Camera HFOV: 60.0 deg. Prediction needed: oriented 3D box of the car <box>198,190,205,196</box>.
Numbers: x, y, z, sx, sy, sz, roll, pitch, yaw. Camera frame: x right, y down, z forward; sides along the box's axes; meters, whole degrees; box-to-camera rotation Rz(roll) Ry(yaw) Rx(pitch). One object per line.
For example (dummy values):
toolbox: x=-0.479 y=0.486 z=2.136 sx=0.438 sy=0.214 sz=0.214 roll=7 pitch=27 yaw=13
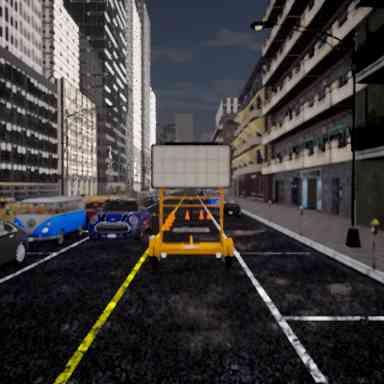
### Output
car: x=2.499 y=0.145 z=85.765 sx=1.752 sy=1.417 sz=4.829 roll=0 pitch=1 yaw=0

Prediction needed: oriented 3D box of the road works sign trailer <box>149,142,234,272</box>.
road works sign trailer: x=-0.023 y=0.290 z=10.160 sx=2.380 sy=3.560 sz=2.880 roll=0 pitch=1 yaw=0

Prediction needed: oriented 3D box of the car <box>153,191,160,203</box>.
car: x=-5.797 y=0.776 z=46.922 sx=2.008 sy=1.369 sz=4.403 roll=0 pitch=1 yaw=0

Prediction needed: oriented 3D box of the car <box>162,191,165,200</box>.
car: x=-5.809 y=0.688 z=52.445 sx=2.008 sy=1.369 sz=4.403 roll=0 pitch=1 yaw=0

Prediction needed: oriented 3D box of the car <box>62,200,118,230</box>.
car: x=-5.736 y=1.218 z=19.312 sx=1.887 sy=1.381 sz=4.507 roll=0 pitch=1 yaw=0

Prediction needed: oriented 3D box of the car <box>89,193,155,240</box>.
car: x=-3.134 y=1.093 z=15.215 sx=2.097 sy=1.767 sz=4.553 roll=0 pitch=1 yaw=0

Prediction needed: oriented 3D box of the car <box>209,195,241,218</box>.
car: x=2.633 y=1.131 z=24.852 sx=2.008 sy=1.369 sz=4.403 roll=0 pitch=1 yaw=0

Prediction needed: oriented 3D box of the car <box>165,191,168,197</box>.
car: x=-5.821 y=0.490 z=57.965 sx=1.967 sy=1.590 sz=4.097 roll=0 pitch=1 yaw=0

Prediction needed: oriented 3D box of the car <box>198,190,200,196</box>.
car: x=2.512 y=0.271 z=80.074 sx=1.947 sy=1.339 sz=4.313 roll=0 pitch=1 yaw=0

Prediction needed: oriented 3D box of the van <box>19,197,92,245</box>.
van: x=-5.724 y=1.107 z=13.786 sx=1.690 sy=1.788 sz=3.998 roll=0 pitch=1 yaw=0

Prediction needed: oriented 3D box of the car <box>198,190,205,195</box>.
car: x=2.486 y=0.062 z=91.288 sx=1.752 sy=1.417 sz=4.829 roll=0 pitch=1 yaw=0

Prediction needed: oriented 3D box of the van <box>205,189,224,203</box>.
van: x=2.608 y=0.742 z=35.893 sx=1.690 sy=1.788 sz=3.998 roll=0 pitch=1 yaw=0

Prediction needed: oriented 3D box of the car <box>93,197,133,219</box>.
car: x=-5.748 y=1.147 z=24.834 sx=1.947 sy=1.339 sz=4.313 roll=0 pitch=1 yaw=0

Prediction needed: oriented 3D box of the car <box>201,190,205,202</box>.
car: x=2.584 y=0.769 z=46.940 sx=1.887 sy=1.381 sz=4.507 roll=0 pitch=1 yaw=0

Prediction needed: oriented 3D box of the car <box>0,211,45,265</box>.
car: x=-5.712 y=1.409 z=8.268 sx=2.008 sy=1.369 sz=4.403 roll=0 pitch=1 yaw=0
